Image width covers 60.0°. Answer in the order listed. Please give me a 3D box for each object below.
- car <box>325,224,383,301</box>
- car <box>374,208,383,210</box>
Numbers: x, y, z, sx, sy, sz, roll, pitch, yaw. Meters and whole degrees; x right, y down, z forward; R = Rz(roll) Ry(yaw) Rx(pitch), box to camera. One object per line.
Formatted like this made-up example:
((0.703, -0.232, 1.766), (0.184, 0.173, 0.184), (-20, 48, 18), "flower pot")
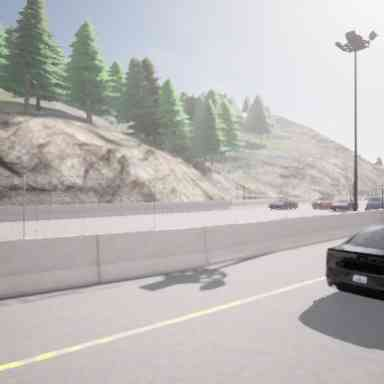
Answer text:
((5.092, 1.477, 7.771), (5.008, 1.535, 1.882), (0, 0, -38), "car")
((21.537, 1.350, 38.036), (2.097, 1.767, 4.553), (0, 0, 42), "car")
